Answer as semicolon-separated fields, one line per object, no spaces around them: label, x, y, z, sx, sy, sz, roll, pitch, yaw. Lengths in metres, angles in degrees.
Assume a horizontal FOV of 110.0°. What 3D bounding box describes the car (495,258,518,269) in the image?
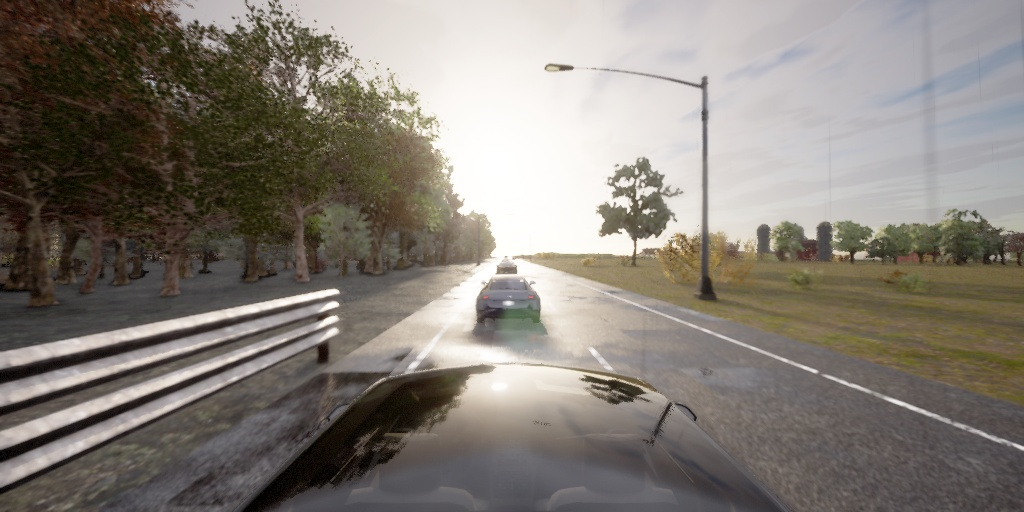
car;-0.454;1.220;31.956;1.882;1.535;5.008;0;0;-1

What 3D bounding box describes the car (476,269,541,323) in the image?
car;-0.130;1.318;12.215;1.994;1.385;4.181;0;0;-1

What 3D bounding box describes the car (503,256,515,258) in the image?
car;-0.972;1.211;63.429;2.128;1.511;4.902;0;0;-1
